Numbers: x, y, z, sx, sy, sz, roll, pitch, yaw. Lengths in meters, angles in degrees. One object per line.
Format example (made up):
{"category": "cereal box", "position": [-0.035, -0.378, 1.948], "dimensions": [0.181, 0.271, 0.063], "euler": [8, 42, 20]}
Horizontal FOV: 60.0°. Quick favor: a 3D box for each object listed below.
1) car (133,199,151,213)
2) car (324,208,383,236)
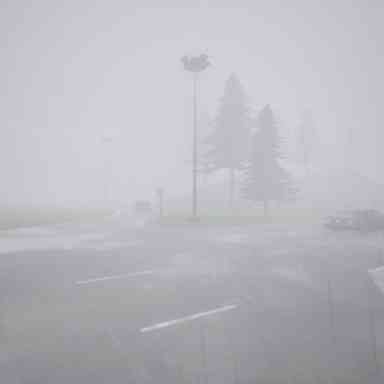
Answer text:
{"category": "car", "position": [-5.934, 1.582, 39.346], "dimensions": [1.882, 1.535, 5.008], "euler": [1, 0, -13]}
{"category": "car", "position": [9.948, 1.661, 19.443], "dimensions": [5.357, 1.411, 2.033], "euler": [0, 0, -36]}
